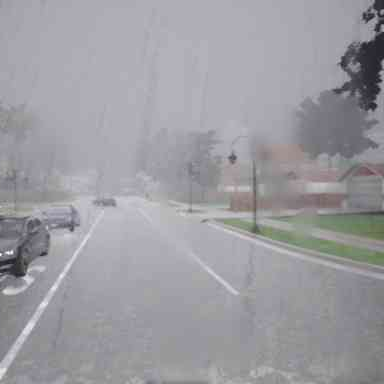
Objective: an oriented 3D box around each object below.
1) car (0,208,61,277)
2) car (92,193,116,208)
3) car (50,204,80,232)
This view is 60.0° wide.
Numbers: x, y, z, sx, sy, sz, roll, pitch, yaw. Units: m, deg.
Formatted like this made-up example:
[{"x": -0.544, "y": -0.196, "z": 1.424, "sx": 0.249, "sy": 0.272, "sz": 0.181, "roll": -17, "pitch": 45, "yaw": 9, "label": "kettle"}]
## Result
[{"x": -5.630, "y": 1.503, "z": 10.101, "sx": 2.128, "sy": 1.511, "sz": 4.902, "roll": -1, "pitch": 0, "yaw": -13, "label": "car"}, {"x": -12.264, "y": 1.329, "z": 46.116, "sx": 1.837, "sy": 1.490, "sz": 4.892, "roll": -1, "pitch": 1, "yaw": -39, "label": "car"}, {"x": -7.789, "y": 1.490, "z": 19.864, "sx": 1.812, "sy": 1.442, "sz": 4.674, "roll": -1, "pitch": 0, "yaw": -13, "label": "car"}]
